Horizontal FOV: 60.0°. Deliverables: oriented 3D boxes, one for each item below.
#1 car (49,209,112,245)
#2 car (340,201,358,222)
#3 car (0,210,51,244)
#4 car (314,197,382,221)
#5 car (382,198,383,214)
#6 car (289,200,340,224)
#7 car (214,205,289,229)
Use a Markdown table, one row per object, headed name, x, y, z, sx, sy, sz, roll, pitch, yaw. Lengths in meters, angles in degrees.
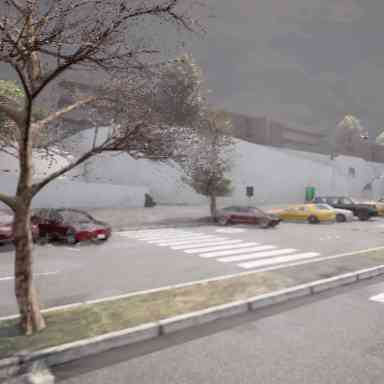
| name | x | y | z | sx | sy | sz | roll | pitch | yaw |
| --- | --- | --- | --- | --- | --- | --- | --- | --- | --- |
| car | -5.965 | 1.565 | 15.982 | 4.792 | 1.488 | 2.163 | -1 | -1 | 34 |
| car | 11.121 | 1.719 | 28.196 | 4.674 | 1.452 | 2.002 | -1 | -1 | 34 |
| car | -8.435 | 1.554 | 14.247 | 4.674 | 1.452 | 2.002 | -1 | -1 | 35 |
| car | 13.597 | 1.443 | 29.927 | 5.566 | 2.045 | 2.435 | -1 | -1 | 35 |
| car | 18.613 | 1.697 | 33.318 | 5.366 | 1.575 | 1.946 | -1 | -1 | 34 |
| car | 8.522 | 1.662 | 26.548 | 5.366 | 1.575 | 1.946 | -1 | -1 | 35 |
| car | 3.812 | 1.652 | 22.950 | 4.792 | 1.488 | 2.163 | -1 | -1 | 34 |
